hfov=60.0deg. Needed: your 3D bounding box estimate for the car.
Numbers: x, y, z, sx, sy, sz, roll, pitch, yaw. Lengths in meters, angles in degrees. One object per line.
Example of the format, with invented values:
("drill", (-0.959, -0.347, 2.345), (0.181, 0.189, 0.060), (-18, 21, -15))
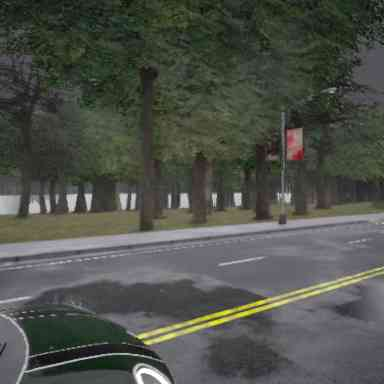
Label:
("car", (-2.224, 1.355, 1.856), (4.553, 1.767, 2.097), (0, 0, -36))
